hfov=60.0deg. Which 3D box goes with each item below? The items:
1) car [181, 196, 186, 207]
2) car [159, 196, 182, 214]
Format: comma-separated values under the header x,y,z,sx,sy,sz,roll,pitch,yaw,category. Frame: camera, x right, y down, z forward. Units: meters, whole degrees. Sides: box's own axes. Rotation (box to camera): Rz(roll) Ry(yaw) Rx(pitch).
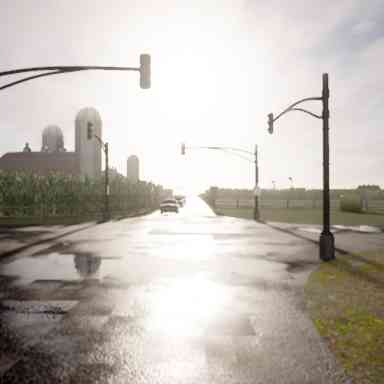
x,y,z,sx,sy,sz,roll,pitch,yaw,category
-2.215,1.519,49.718,1.837,1.490,4.892,0,0,1,car
-2.313,1.508,35.008,1.837,1.490,4.892,0,0,0,car
